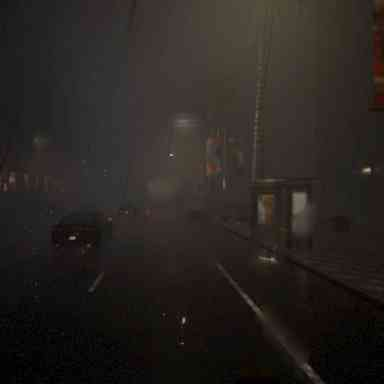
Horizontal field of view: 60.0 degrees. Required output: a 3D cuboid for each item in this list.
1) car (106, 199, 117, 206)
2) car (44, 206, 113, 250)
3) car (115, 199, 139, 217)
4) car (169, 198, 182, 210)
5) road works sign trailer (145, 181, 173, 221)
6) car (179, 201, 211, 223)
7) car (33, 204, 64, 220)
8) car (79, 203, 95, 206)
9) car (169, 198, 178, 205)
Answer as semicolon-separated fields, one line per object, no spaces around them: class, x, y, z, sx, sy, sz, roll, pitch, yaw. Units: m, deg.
car;-17.578;2.176;72.506;1.882;1.535;5.008;0;-1;-5
car;-4.812;1.633;15.182;1.882;1.535;5.008;0;-1;-6
car;-6.967;1.864;36.655;1.837;1.490;4.892;0;-1;-6
car;-2.545;1.892;57.487;2.185;1.767;4.553;0;-1;-6
road works sign trailer;-2.938;0.756;30.598;2.380;3.560;2.880;0;-1;-6
car;0.404;1.741;28.260;2.231;1.521;4.892;0;-1;-6
car;-13.760;1.865;32.299;1.812;1.442;4.674;0;-1;-6
car;-10.236;1.854;32.247;1.812;1.442;4.674;0;-1;-6
car;-4.447;2.258;79.333;2.161;1.482;4.786;0;-1;-6
